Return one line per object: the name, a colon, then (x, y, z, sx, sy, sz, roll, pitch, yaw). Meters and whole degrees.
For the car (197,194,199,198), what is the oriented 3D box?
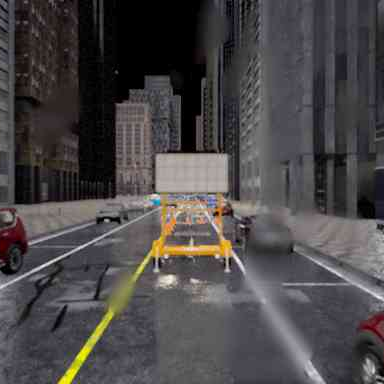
car: (2.760, 1.541, 75.456, 1.947, 1.339, 4.313, 0, 0, 0)

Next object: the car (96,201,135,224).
car: (-5.765, 1.558, 24.685, 1.947, 1.339, 4.313, 0, 0, 0)

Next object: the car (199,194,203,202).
car: (2.760, 1.562, 64.174, 1.802, 1.307, 4.206, 0, 0, 0)

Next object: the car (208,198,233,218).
car: (2.760, 1.536, 30.330, 1.887, 1.381, 4.507, 0, 0, 0)

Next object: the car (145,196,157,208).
car: (-5.765, 1.512, 41.437, 1.752, 1.417, 4.829, 0, 0, 0)

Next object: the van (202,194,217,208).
van: (2.759, 1.327, 47.252, 1.690, 1.788, 3.998, 0, 0, 0)

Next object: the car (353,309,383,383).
car: (2.759, 1.439, 2.127, 1.967, 1.590, 4.097, 0, 0, 0)

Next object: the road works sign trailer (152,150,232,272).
road works sign trailer: (0.000, 0.461, 10.793, 2.380, 3.560, 2.880, 0, 0, 0)

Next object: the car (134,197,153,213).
car: (-5.765, 1.539, 35.966, 2.008, 1.369, 4.403, 0, 0, 0)

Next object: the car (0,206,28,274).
car: (-5.766, 1.312, 7.762, 2.192, 1.841, 5.009, 0, 0, 0)

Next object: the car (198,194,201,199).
car: (2.760, 1.560, 69.815, 1.802, 1.307, 4.206, 0, 0, 0)

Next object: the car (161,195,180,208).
car: (-3.065, 1.492, 47.734, 1.837, 1.490, 4.892, 0, -1, 0)

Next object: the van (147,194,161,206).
van: (-5.766, 1.326, 47.248, 1.690, 1.788, 3.998, 0, 0, 0)

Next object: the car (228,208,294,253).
car: (2.760, 1.562, 13.408, 1.947, 1.339, 4.313, 0, 0, 0)
